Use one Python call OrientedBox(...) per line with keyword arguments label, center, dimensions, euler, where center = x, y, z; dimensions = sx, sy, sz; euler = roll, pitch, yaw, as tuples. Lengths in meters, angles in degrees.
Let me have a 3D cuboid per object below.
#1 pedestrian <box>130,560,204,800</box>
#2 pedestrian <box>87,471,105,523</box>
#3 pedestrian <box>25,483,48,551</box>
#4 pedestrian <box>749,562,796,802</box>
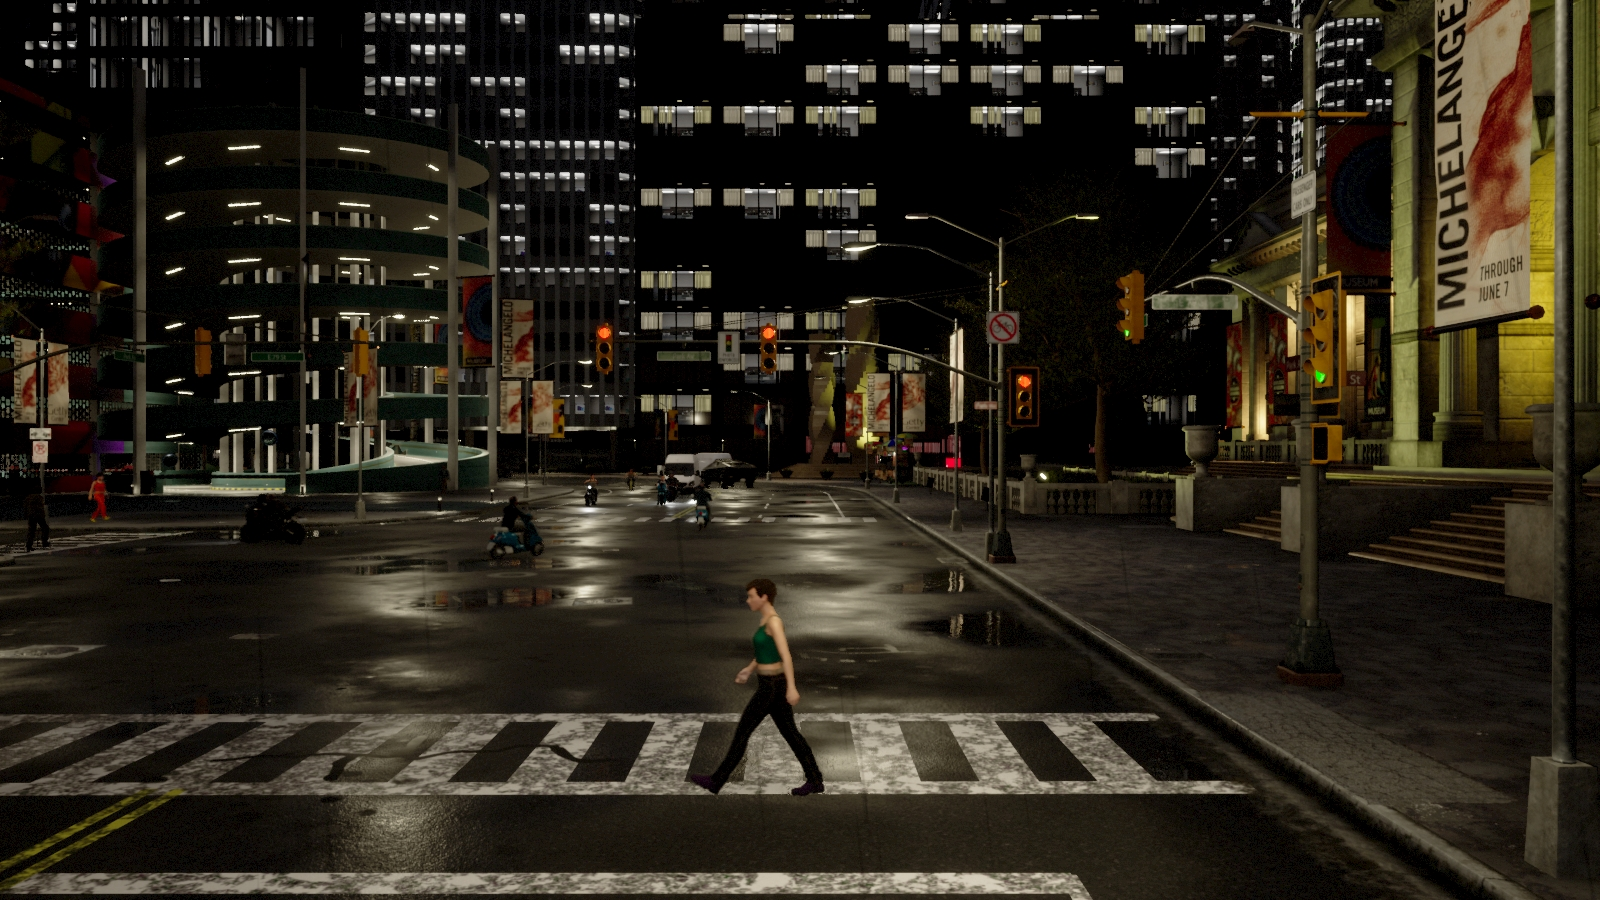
OrientedBox(label="pedestrian", center=(-5.156, 1.848, 9.310), dimensions=(0.375, 1.860, 0.375), euler=(0, 0, 18))
OrientedBox(label="pedestrian", center=(-25.369, 1.696, 41.169), dimensions=(0.375, 1.860, 0.375), euler=(0, 0, 17))
OrientedBox(label="pedestrian", center=(-21.040, 1.848, 31.484), dimensions=(0.375, 1.860, 0.375), euler=(0, 0, 3))
OrientedBox(label="pedestrian", center=(-0.222, 1.849, 9.223), dimensions=(0.375, 1.860, 0.375), euler=(0, 0, -1))
